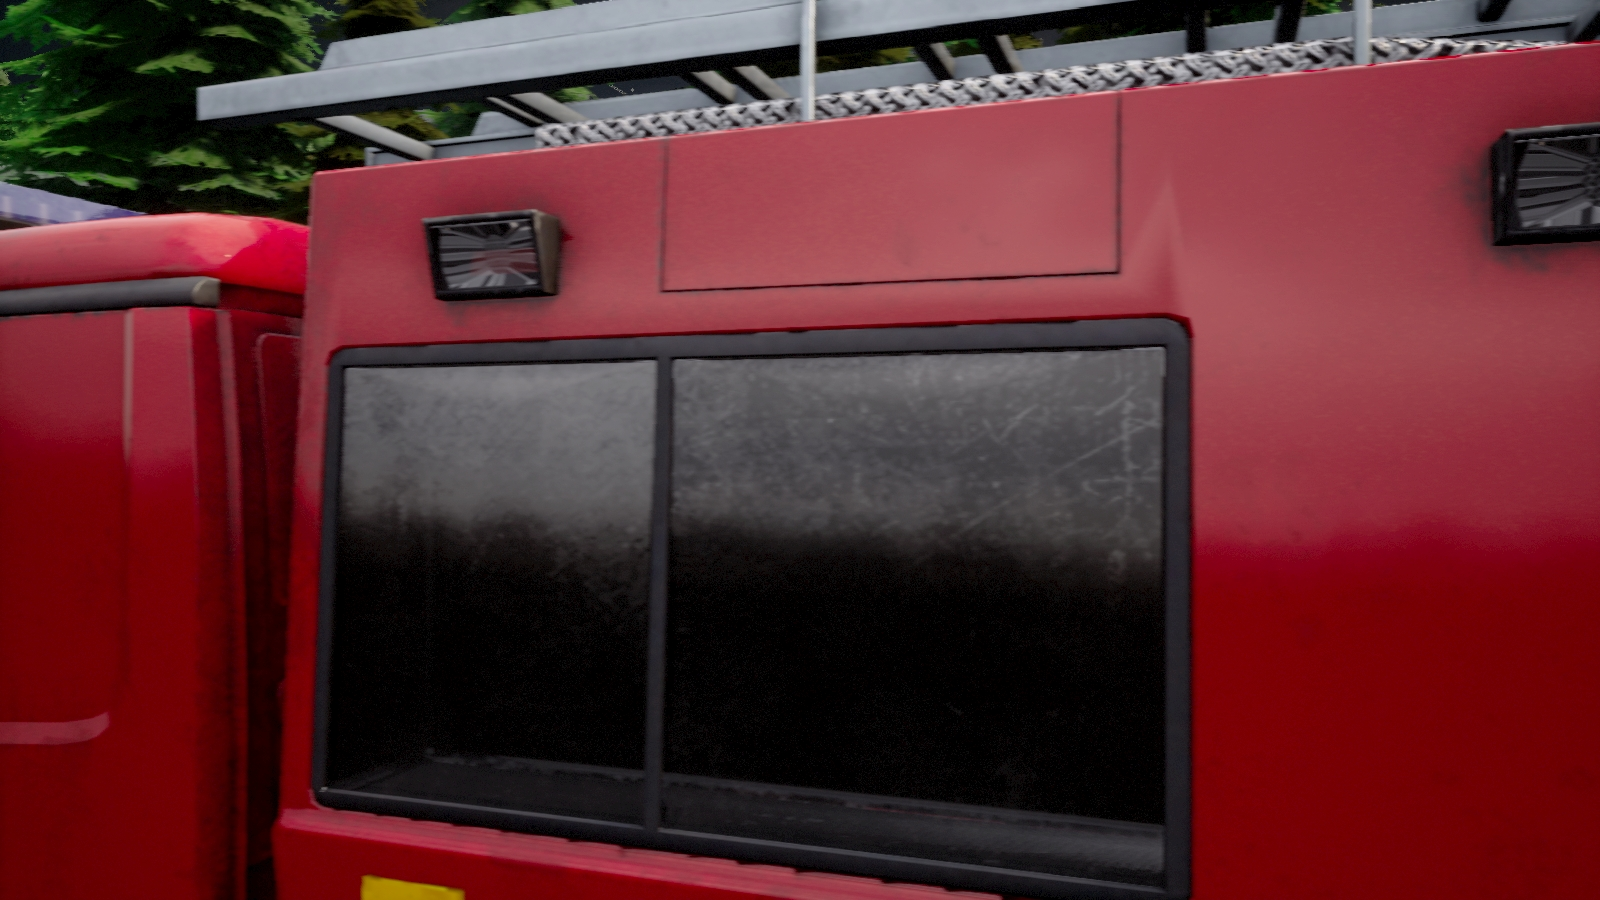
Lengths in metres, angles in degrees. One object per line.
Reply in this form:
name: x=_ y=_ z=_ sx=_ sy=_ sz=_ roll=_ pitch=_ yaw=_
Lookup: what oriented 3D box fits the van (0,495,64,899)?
van: x=-6.733 y=1.504 z=5.643 sx=5.915 sy=2.561 sz=1.988 roll=0 pitch=0 yaw=19
